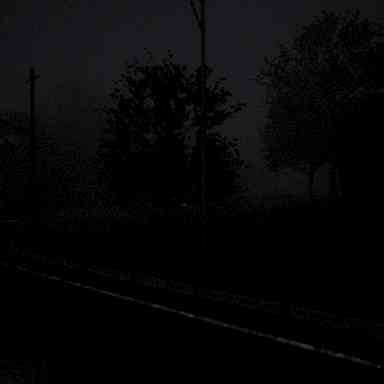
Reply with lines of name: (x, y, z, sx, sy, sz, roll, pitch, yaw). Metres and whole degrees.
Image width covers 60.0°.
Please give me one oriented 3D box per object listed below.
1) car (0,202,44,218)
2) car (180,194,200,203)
car: (-15.582, 1.568, 28.551, 2.033, 1.411, 5.357, 0, 0, 38)
car: (-0.388, 0.912, 47.686, 1.812, 1.442, 4.674, 0, 3, 38)
